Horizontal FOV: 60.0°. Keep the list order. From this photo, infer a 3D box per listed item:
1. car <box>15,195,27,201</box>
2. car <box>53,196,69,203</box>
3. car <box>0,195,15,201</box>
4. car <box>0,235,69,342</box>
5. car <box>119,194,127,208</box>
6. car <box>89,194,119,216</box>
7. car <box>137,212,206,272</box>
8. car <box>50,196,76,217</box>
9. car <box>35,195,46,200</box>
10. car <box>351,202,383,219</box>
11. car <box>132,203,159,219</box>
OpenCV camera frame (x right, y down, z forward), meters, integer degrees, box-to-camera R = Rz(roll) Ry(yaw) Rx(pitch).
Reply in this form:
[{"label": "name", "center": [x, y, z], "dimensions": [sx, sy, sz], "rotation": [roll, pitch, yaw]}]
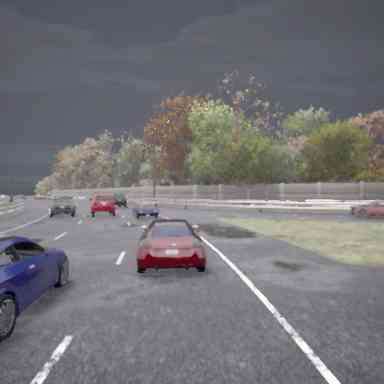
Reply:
[{"label": "car", "center": [-43.867, 1.475, 84.328], "dimensions": [4.674, 1.442, 1.812], "rotation": [0, 0, 37]}, {"label": "car", "center": [-29.899, 1.590, 75.883], "dimensions": [1.837, 1.490, 4.892], "rotation": [0, 0, -42]}, {"label": "car", "center": [-46.099, 1.483, 81.632], "dimensions": [4.674, 1.442, 1.812], "rotation": [0, 0, 37]}, {"label": "car", "center": [-3.813, 1.538, 6.285], "dimensions": [1.812, 1.442, 4.674], "rotation": [0, 0, -4]}, {"label": "car", "center": [-10.893, 1.251, 47.496], "dimensions": [2.150, 2.045, 5.566], "rotation": [0, 0, -25]}, {"label": "car", "center": [-8.904, 1.247, 33.059], "dimensions": [2.150, 2.045, 5.566], "rotation": [0, 0, -18]}, {"label": "car", "center": [-0.710, 1.565, 10.852], "dimensions": [1.994, 1.385, 4.181], "rotation": [0, 0, -5]}, {"label": "car", "center": [-12.329, 1.389, 32.010], "dimensions": [2.097, 1.767, 4.553], "rotation": [0, 0, -18]}, {"label": "car", "center": [-39.738, 1.532, 87.049], "dimensions": [1.895, 1.301, 4.718], "rotation": [0, 0, -38]}, {"label": "car", "center": [15.554, 1.507, 27.774], "dimensions": [4.181, 1.385, 1.994], "rotation": [0, 0, 18]}, {"label": "car", "center": [-4.214, 1.611, 29.368], "dimensions": [1.895, 1.301, 4.718], "rotation": [0, 0, -16]}]
